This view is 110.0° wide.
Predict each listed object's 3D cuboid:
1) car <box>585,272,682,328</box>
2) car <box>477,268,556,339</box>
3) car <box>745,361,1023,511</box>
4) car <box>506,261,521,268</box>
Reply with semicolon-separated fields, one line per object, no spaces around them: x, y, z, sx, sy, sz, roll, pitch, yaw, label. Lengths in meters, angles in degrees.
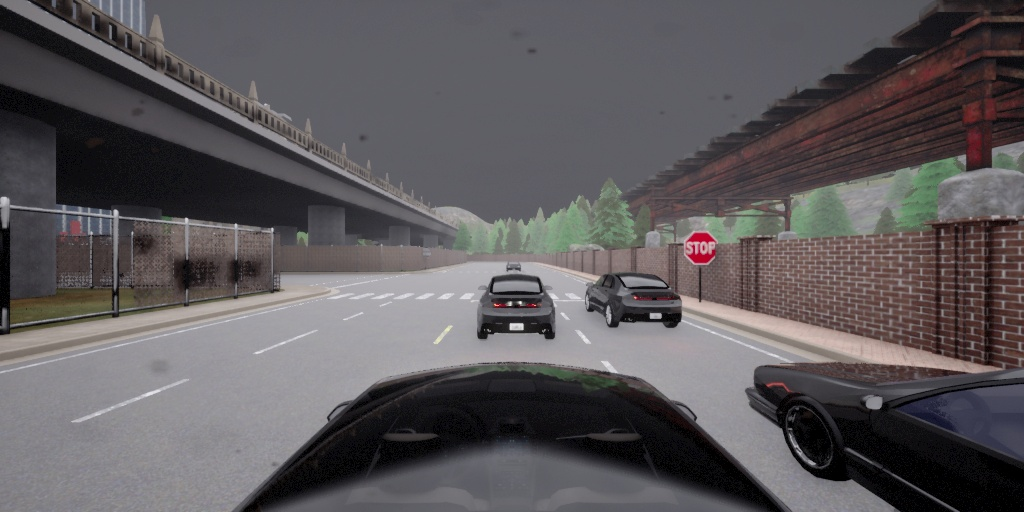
3.603;1.255;11.386;1.837;1.490;4.892;0;0;0;car
0.101;1.255;10.028;1.837;1.490;4.892;0;0;0;car
3.600;1.297;1.640;2.033;1.411;5.357;0;0;0;car
0.196;1.351;46.310;1.895;1.301;4.718;0;0;-1;car
